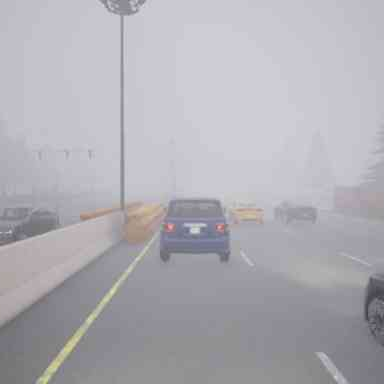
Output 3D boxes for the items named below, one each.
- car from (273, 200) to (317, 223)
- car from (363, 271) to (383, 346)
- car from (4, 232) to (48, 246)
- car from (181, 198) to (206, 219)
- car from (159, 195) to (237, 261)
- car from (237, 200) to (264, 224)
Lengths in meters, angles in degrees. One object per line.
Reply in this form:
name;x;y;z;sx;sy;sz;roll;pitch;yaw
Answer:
car;7.111;1.279;23.333;1.882;1.535;5.008;0;0;0
car;3.601;1.462;3.295;2.128;1.511;4.902;0;0;0
car;-7.064;1.375;13.629;2.128;1.511;4.902;0;0;0
car;0.113;1.272;27.267;1.837;1.490;4.892;0;0;0
car;0.103;1.122;11.913;2.150;2.045;5.566;0;1;0
car;3.611;1.282;22.967;1.882;1.535;5.008;0;1;0
